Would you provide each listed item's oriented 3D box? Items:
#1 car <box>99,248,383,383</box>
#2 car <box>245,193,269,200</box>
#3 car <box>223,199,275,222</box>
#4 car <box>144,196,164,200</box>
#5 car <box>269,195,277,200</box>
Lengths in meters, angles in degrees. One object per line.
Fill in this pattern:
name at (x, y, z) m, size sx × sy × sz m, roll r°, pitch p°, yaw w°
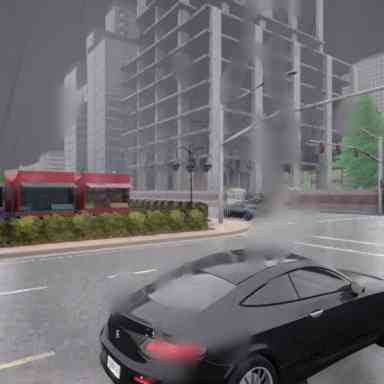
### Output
car at (1.114, 1.526, 4.580) m, size 4.674 × 1.442 × 1.812 m, roll 0°, pitch 0°, yaw -35°
car at (10.824, 1.114, 57.652) m, size 1.905 × 1.878 × 3.866 m, roll 0°, pitch 0°, yaw -36°
car at (4.304, 1.509, 26.167) m, size 1.994 × 1.385 × 4.181 m, roll 0°, pitch 0°, yaw -32°
car at (-4.099, 1.297, 37.911) m, size 2.097 × 1.767 × 4.553 m, roll 0°, pitch 0°, yaw -36°
car at (13.213, 1.114, 59.368) m, size 1.905 × 1.878 × 3.866 m, roll 0°, pitch 0°, yaw -36°
